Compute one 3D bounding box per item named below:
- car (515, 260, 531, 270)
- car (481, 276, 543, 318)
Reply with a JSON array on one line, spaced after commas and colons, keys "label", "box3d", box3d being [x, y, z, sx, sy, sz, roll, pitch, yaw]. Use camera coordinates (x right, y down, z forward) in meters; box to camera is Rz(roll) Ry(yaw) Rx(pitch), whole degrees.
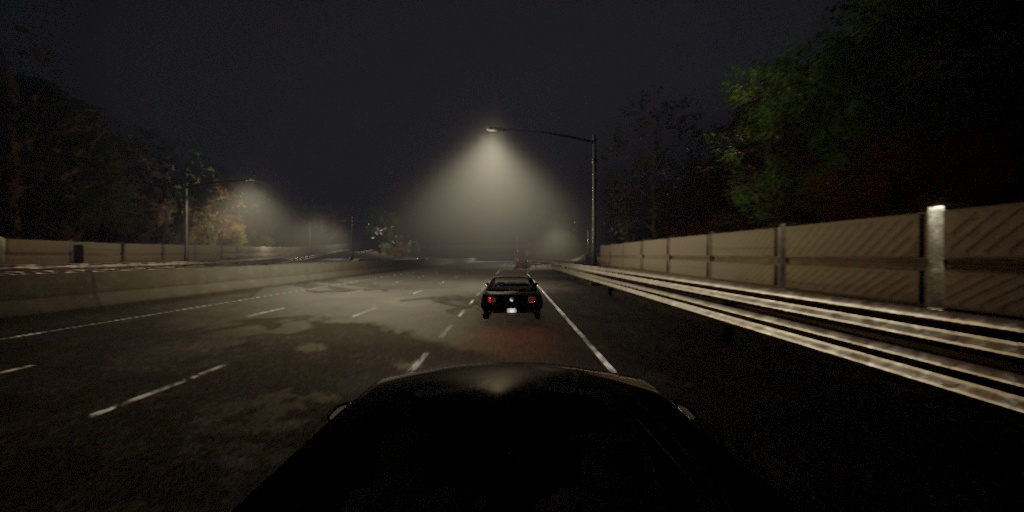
[{"label": "car", "box3d": [1.694, 1.340, 55.503, 1.812, 1.442, 4.674, 0, -1, 11]}, {"label": "car", "box3d": [-0.006, 1.351, 12.979, 1.895, 1.301, 4.718, 0, 0, 0]}]
